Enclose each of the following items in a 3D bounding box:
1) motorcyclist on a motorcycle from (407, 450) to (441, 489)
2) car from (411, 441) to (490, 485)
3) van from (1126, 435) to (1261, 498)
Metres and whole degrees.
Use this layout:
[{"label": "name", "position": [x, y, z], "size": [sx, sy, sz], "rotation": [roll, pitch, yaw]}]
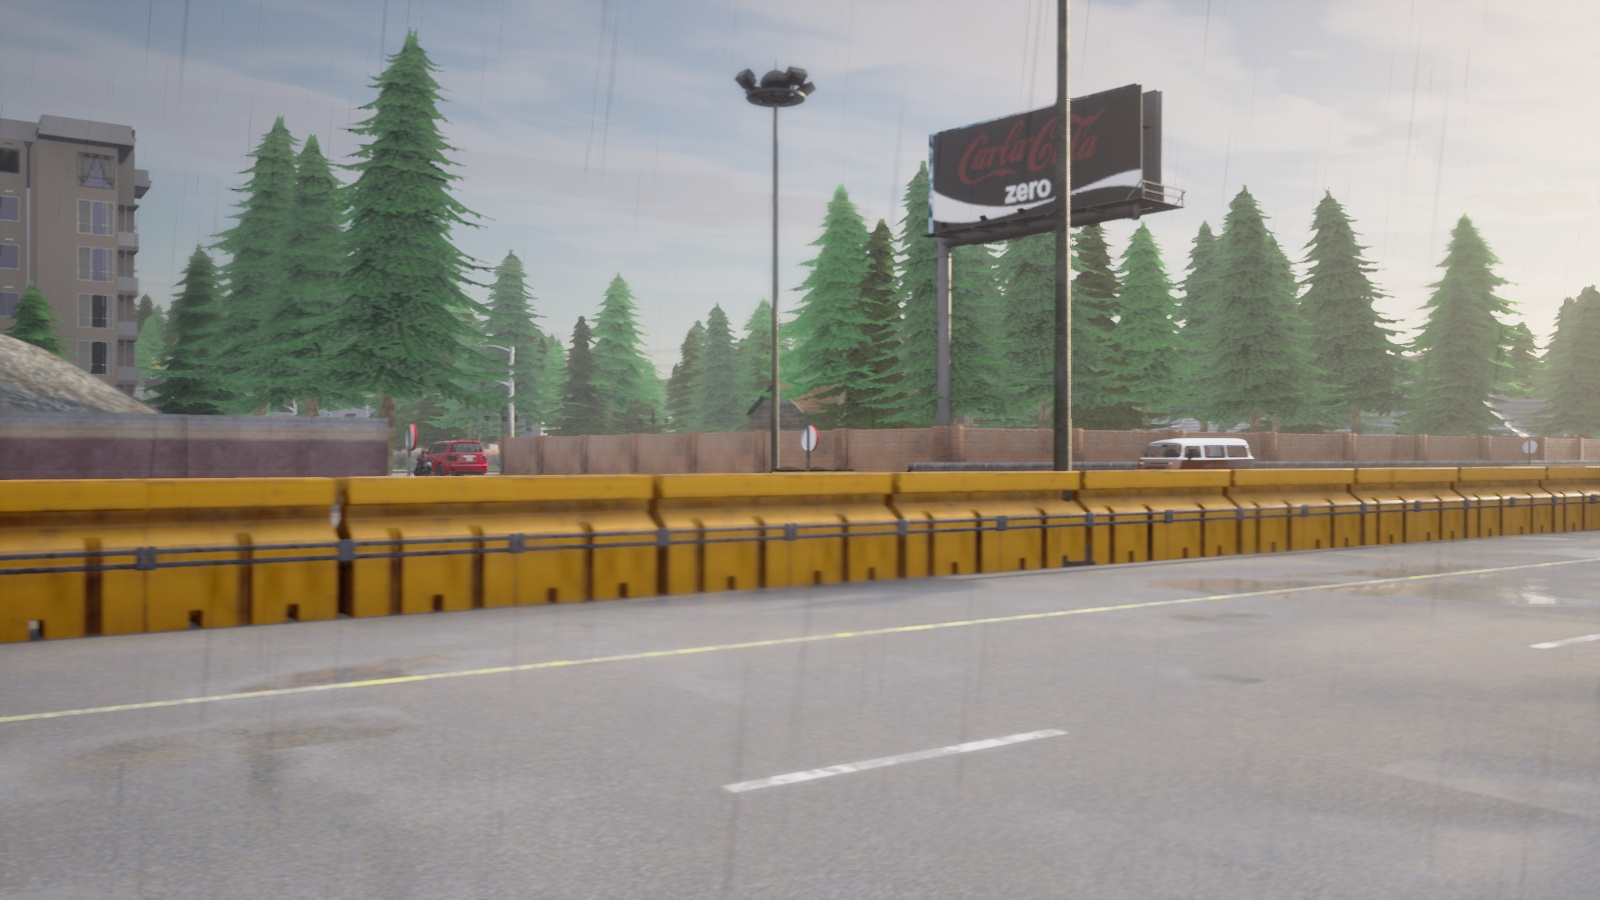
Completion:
[{"label": "motorcyclist on a motorcycle", "position": [-16.315, 0.842, 54.468], "size": [0.766, 1.649, 2.350], "rotation": [0, 0, -34]}, {"label": "car", "position": [-17.427, 0.632, 62.433], "size": [2.150, 2.045, 5.566], "rotation": [0, 0, -34]}, {"label": "van", "position": [13.406, 0.544, 42.683], "size": [4.480, 2.038, 2.069], "rotation": [0, 0, -35]}]
